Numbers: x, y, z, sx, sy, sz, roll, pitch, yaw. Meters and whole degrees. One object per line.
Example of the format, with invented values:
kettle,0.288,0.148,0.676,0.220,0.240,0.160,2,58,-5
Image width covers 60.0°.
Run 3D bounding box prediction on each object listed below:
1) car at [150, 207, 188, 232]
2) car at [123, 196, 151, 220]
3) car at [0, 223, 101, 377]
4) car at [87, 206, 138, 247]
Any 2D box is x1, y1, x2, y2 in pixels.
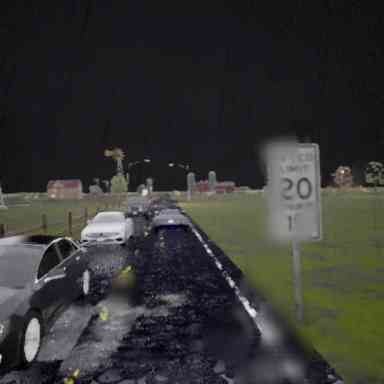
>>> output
car,-1.320,1.608,20.488,1.994,1.385,4.181,-2,0,-4
car,-4.848,1.373,29.929,2.150,2.045,5.566,-2,0,-4
car,-3.127,1.605,5.850,1.837,1.490,4.892,-2,0,-4
car,-3.825,1.648,15.706,1.812,1.442,4.674,-2,0,-4
